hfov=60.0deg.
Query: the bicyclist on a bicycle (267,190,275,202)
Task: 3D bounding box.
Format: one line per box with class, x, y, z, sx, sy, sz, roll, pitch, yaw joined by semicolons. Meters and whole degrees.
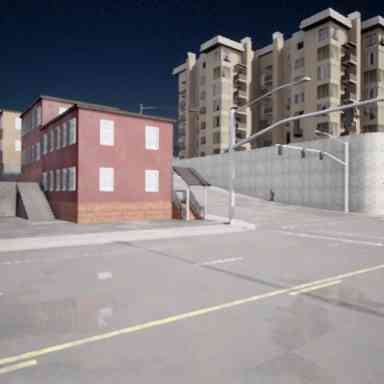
bicyclist on a bicycle;10.732;0.552;44.964;1.656;1.620;0.582;0;6;-35
